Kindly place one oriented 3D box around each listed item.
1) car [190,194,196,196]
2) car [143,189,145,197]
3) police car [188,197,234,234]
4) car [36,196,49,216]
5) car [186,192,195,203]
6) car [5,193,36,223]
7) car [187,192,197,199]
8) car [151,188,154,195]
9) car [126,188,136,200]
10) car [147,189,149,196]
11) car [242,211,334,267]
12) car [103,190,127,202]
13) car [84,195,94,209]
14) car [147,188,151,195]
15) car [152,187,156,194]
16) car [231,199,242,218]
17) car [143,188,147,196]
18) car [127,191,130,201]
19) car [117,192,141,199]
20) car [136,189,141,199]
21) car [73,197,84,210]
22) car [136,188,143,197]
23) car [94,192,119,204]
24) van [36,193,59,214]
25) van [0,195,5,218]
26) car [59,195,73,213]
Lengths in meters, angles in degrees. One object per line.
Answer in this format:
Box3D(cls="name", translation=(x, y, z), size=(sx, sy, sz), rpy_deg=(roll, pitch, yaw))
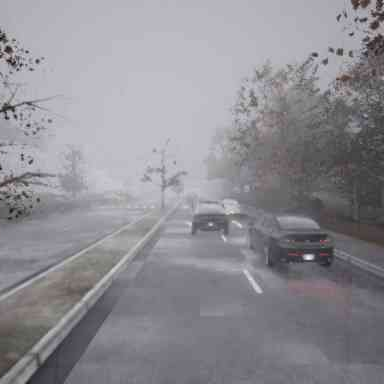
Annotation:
Box3D(cls="car", translation=(0.881, 1.265, 34.326), size=(1.812, 1.442, 4.674), rpy_deg=(-1, 1, 0))
Box3D(cls="car", translation=(-13.844, 0.690, 76.315), size=(4.674, 1.452, 2.002), rpy_deg=(-1, 1, -20))
Box3D(cls="police car", translation=(0.896, 1.313, 18.437), size=(1.930, 1.638, 5.238), rpy_deg=(0, 1, 0))
Box3D(cls="car", translation=(-13.857, 1.312, 25.325), size=(4.892, 1.521, 2.231), rpy_deg=(-1, 1, -20))
Box3D(cls="car", translation=(-0.011, 1.006, 54.908), size=(2.128, 1.511, 4.902), rpy_deg=(0, 1, 0))
Box3D(cls="car", translation=(-13.842, 1.090, 22.354), size=(5.566, 2.045, 2.435), rpy_deg=(-1, 0, -20))
Box3D(cls="car", translation=(-0.015, 0.703, 69.906), size=(2.033, 1.411, 5.357), rpy_deg=(0, 1, 0))
Box3D(cls="car", translation=(-13.809, 0.297, 91.327), size=(4.792, 1.488, 2.163), rpy_deg=(-1, 1, -20))
Box3D(cls="car", translation=(-13.825, 0.674, 61.307), size=(5.566, 2.045, 2.435), rpy_deg=(-1, 0, -20))
Box3D(cls="car", translation=(-13.842, 0.543, 82.313), size=(4.674, 1.452, 2.002), rpy_deg=(-1, 1, -20))
Box3D(cls="car", translation=(3.097, 1.457, 11.243), size=(1.837, 1.490, 4.892), rpy_deg=(0, 1, 0))
Box3D(cls="car", translation=(-14.022, 1.000, 55.219), size=(5.366, 1.575, 1.946), rpy_deg=(-1, 1, -20))
Box3D(cls="car", translation=(-13.832, 1.217, 37.290), size=(4.792, 1.488, 2.163), rpy_deg=(-1, 0, -20))
Box3D(cls="car", translation=(-13.831, 0.426, 85.311), size=(5.008, 1.535, 2.097), rpy_deg=(-1, 2, -20))
Box3D(cls="car", translation=(-13.813, -0.060, 94.322), size=(5.566, 2.045, 2.435), rpy_deg=(-1, 1, -20))
Box3D(cls="car", translation=(3.094, 1.319, 27.799), size=(1.812, 1.442, 4.674), rpy_deg=(0, 1, 0))
Box3D(cls="car", translation=(-13.873, 0.451, 79.299), size=(4.553, 1.767, 2.185), rpy_deg=(-1, 1, -20))
Box3D(cls="car", translation=(-13.854, 1.003, 58.292), size=(4.674, 1.452, 2.002), rpy_deg=(-1, 0, -20))
Box3D(cls="car", translation=(-13.869, 0.741, 73.291), size=(4.792, 1.488, 2.163), rpy_deg=(-1, 2, -20))
Box3D(cls="car", translation=(-13.674, 0.821, 67.364), size=(5.366, 1.575, 1.946), rpy_deg=(-1, 1, -20))
Box3D(cls="car", translation=(-13.854, 1.259, 34.272), size=(4.674, 1.452, 2.002), rpy_deg=(-1, 1, -20))
Box3D(cls="car", translation=(-13.873, 0.522, 70.286), size=(5.566, 2.045, 2.435), rpy_deg=(-1, 1, -20))
Box3D(cls="car", translation=(-13.827, 1.094, 49.295), size=(4.792, 1.488, 2.163), rpy_deg=(-1, 0, -20))
Box3D(cls="van", translation=(-13.973, 1.057, 28.262), size=(4.442, 1.987, 1.878), rpy_deg=(-1, 1, -20))
Box3D(cls="van", translation=(-13.760, 1.145, 19.401), size=(4.442, 1.987, 1.878), rpy_deg=(-1, 0, -20))
Box3D(cls="car", translation=(-13.832, 1.124, 31.298), size=(4.553, 1.767, 2.185), rpy_deg=(-1, 1, -20))
